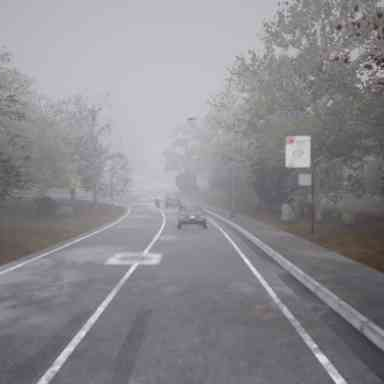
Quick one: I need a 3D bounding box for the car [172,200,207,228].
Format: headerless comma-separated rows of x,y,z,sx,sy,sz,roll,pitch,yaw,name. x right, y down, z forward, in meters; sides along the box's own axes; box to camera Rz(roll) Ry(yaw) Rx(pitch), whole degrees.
-0.091,1.505,21.835,2.033,1.411,5.357,0,0,-3,car

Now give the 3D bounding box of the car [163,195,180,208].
-2.567,1.177,42.058,2.128,1.511,4.902,-1,2,-11,car
